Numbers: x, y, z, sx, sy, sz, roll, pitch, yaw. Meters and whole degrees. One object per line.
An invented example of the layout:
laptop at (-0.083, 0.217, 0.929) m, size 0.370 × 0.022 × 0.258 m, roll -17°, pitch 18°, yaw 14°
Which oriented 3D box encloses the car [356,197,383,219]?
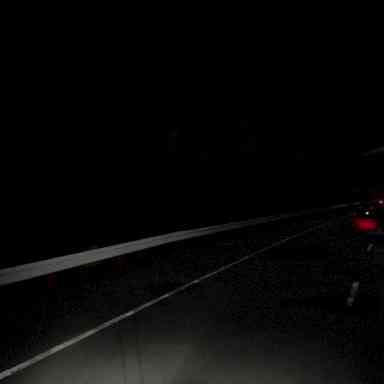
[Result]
car at (15.970, 1.505, 29.670) m, size 1.837 × 1.490 × 4.892 m, roll 0°, pitch 0°, yaw 35°

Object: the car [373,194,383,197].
car at (22.004, 1.221, 38.222) m, size 2.150 × 2.045 × 5.566 m, roll 0°, pitch 0°, yaw 35°
